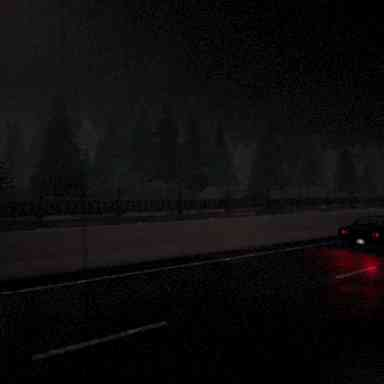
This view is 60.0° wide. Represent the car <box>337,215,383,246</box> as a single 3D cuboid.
[{"bbox_3d":[8.293,1.616,14.084,4.718,1.301,1.895,0,0,-35],"label":"car"}]
